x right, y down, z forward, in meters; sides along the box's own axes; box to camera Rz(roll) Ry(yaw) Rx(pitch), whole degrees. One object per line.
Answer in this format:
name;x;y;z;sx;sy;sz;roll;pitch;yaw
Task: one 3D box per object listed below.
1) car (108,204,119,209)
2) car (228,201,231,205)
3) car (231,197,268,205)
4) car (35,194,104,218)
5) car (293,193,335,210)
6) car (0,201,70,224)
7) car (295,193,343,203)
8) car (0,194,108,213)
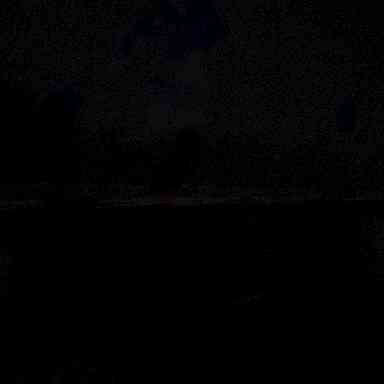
car;-7.719;1.482;24.401;4.892;1.490;1.837;0;0;-36
car;6.873;1.418;43.735;4.892;1.490;1.837;0;0;-36
car;7.201;1.482;39.644;4.181;1.385;1.994;0;0;-36
car;-11.172;1.196;30.547;5.566;2.045;2.150;0;0;-36
car;15.120;1.134;41.068;5.566;2.045;2.150;0;0;-36
car;-12.180;1.477;25.473;4.902;1.511;2.128;0;0;-36
car;14.092;1.133;36.007;5.566;2.045;2.150;0;0;-36
car;-8.234;1.208;19.686;5.566;2.045;2.150;0;0;-36
